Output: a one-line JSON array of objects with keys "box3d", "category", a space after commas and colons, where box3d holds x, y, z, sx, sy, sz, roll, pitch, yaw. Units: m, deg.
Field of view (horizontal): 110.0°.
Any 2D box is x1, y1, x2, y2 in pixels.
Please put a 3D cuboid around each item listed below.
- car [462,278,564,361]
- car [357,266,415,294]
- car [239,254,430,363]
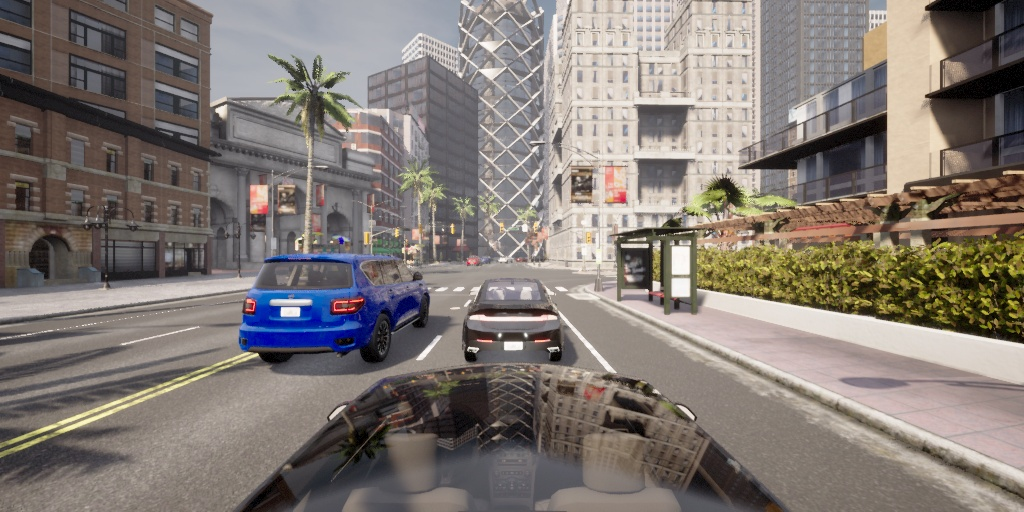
[{"box3d": [0.013, 1.242, 8.228, 2.128, 1.511, 4.902, 0, 0, 0], "category": "car"}, {"box3d": [-7.290, 1.314, 21.171, 1.994, 1.385, 4.181, 0, 0, -1], "category": "car"}, {"box3d": [-3.489, 0.971, 8.313, 2.150, 2.045, 5.566, 0, 0, 0], "category": "car"}]
